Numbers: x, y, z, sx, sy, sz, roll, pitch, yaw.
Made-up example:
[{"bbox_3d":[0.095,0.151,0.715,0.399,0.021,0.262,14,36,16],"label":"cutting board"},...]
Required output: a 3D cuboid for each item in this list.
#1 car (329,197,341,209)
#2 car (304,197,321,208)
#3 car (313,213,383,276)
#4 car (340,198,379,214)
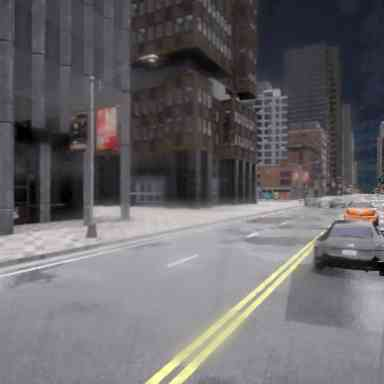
[{"bbox_3d":[20.357,1.544,46.525,1.837,1.490,4.892,0,-1,28],"label":"car"},{"bbox_3d":[17.467,1.538,48.007,1.837,1.490,4.892,0,0,28],"label":"car"},{"bbox_3d":[5.107,1.572,10.553,1.994,1.385,4.181,0,0,28],"label":"car"},{"bbox_3d":[12.056,1.372,23.658,2.097,1.767,4.553,0,0,28],"label":"car"}]
